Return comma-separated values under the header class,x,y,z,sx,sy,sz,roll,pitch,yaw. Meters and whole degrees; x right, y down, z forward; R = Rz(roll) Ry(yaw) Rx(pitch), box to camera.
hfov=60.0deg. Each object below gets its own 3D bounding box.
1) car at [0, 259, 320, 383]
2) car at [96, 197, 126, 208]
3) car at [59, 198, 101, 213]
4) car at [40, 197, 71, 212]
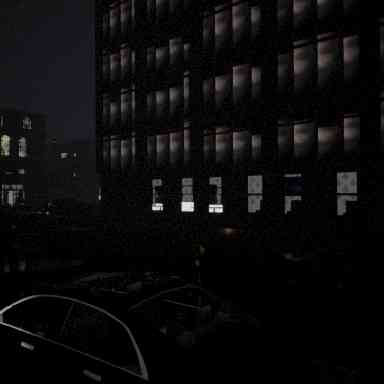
class,x,y,z,sx,sy,sz,roll,pitch,yaw
car,-0.978,1.551,3.574,4.403,1.369,2.008,0,0,35
car,-12.416,1.643,51.193,1.967,1.590,4.097,-1,-1,36
car,-12.197,1.683,37.287,1.802,1.307,4.206,-1,-1,36
car,-16.394,1.489,41.408,2.097,1.767,4.553,0,-1,37
